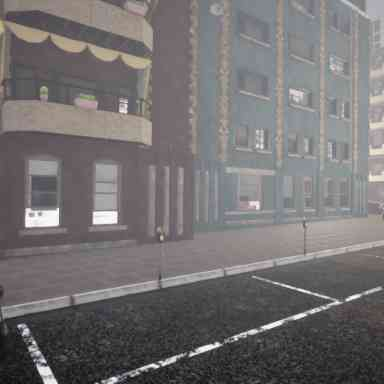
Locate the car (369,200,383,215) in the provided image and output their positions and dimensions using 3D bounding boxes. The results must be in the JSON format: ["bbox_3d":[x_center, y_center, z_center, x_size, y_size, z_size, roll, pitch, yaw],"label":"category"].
[{"bbox_3d":[16.169,1.241,32.669,2.192,1.841,5.009,1,0,-36],"label":"car"}]

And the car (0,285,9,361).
[{"bbox_3d":[-4.161,1.566,3.121,4.313,1.339,1.947,0,1,-35],"label":"car"}]
